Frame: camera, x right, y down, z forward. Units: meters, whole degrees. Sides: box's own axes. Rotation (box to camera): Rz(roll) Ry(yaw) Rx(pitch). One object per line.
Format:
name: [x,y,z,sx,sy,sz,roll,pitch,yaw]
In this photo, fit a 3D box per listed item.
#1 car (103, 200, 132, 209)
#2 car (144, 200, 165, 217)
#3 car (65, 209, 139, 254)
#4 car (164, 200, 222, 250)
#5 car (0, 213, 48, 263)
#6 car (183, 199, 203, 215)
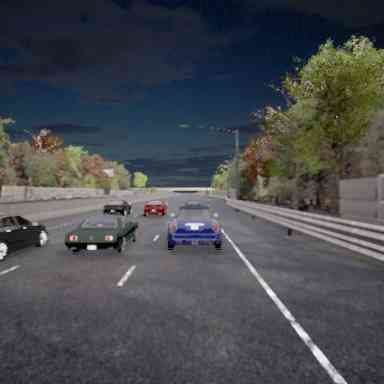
car: [-6.890,1.478,31.234,1.882,1.535,5.008,0,0,0]
car: [-3.389,1.479,31.810,1.882,1.535,5.008,0,0,0]
car: [-3.393,1.598,13.519,1.895,1.301,4.718,0,0,0]
car: [0.103,1.349,14.542,2.097,1.767,4.553,0,0,0]
car: [-6.896,1.502,11.916,1.837,1.490,4.892,0,0,0]
car: [0.110,1.550,35.357,2.033,1.411,5.357,0,0,0]
